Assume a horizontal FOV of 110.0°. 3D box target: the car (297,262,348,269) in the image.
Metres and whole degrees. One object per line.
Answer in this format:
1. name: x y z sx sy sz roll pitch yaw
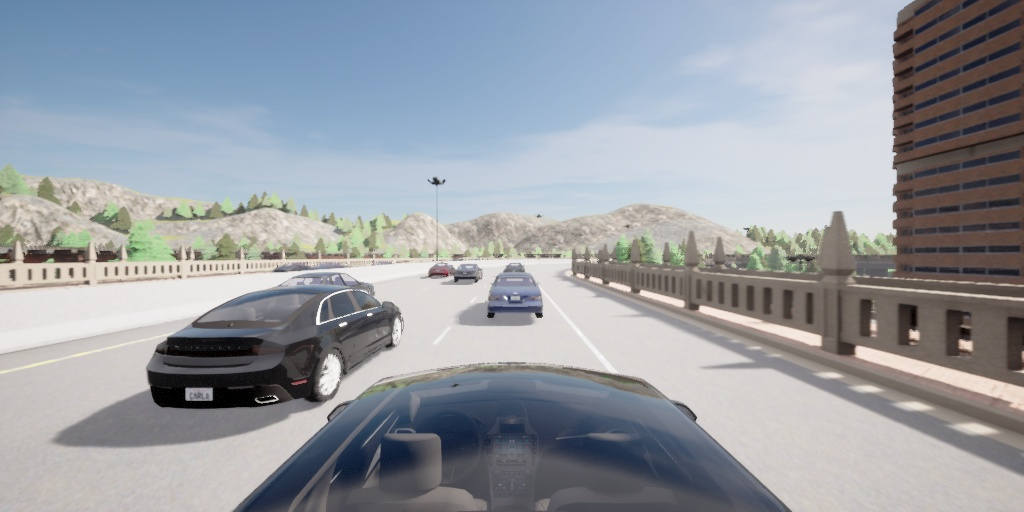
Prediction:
1. car: -17.408 1.299 33.869 2.033 1.411 5.357 0 0 2

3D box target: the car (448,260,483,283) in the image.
1. car: -3.380 1.298 28.399 2.033 1.411 5.357 0 0 1

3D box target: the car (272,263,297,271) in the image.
1. car: -20.822 1.315 34.250 1.994 1.385 4.181 0 0 3

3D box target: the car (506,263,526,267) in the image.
1. car: 0.339 1.315 34.645 1.994 1.385 4.181 0 0 3

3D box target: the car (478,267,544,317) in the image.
1. car: 0.101 1.298 13.143 2.033 1.411 5.357 0 0 0

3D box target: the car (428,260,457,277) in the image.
1. car: -6.664 1.315 34.717 1.994 1.385 4.181 0 0 3

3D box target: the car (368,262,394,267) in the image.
1. car: -13.679 1.298 37.609 2.033 1.411 5.357 0 0 5

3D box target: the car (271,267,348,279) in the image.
1. car: -6.900 1.298 13.274 2.033 1.411 5.357 0 0 0

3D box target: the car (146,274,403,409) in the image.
1. car: -3.399 1.255 6.320 1.837 1.490 4.892 0 0 0
